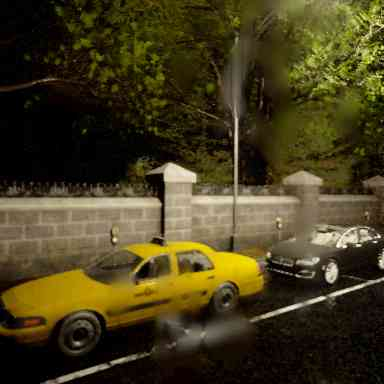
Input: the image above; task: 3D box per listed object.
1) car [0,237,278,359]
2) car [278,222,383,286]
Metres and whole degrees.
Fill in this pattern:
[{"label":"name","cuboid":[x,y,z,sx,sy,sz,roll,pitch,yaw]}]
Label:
[{"label":"car","cuboid":[-0.816,1.531,5.970,4.829,1.417,1.752,0,0,-35]},{"label":"car","cuboid":[3.950,1.566,9.369,4.403,1.369,2.008,0,0,-35]}]
